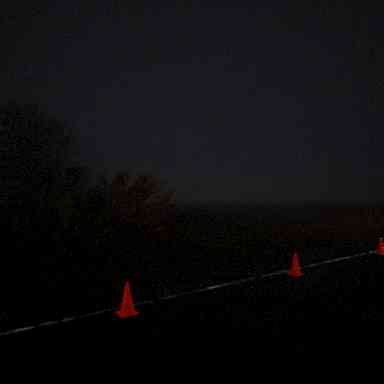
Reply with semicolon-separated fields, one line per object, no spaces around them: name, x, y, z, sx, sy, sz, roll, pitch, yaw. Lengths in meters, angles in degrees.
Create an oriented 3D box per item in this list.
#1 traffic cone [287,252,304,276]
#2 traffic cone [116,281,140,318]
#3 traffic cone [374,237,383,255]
traffic cone;2.829;1.947;9.088;0.340;0.580;0.340;0;0;-36
traffic cone;-1.194;1.954;6.159;0.340;0.580;0.340;0;0;-36
traffic cone;6.829;1.941;12.049;0.340;0.580;0.340;0;0;-37
